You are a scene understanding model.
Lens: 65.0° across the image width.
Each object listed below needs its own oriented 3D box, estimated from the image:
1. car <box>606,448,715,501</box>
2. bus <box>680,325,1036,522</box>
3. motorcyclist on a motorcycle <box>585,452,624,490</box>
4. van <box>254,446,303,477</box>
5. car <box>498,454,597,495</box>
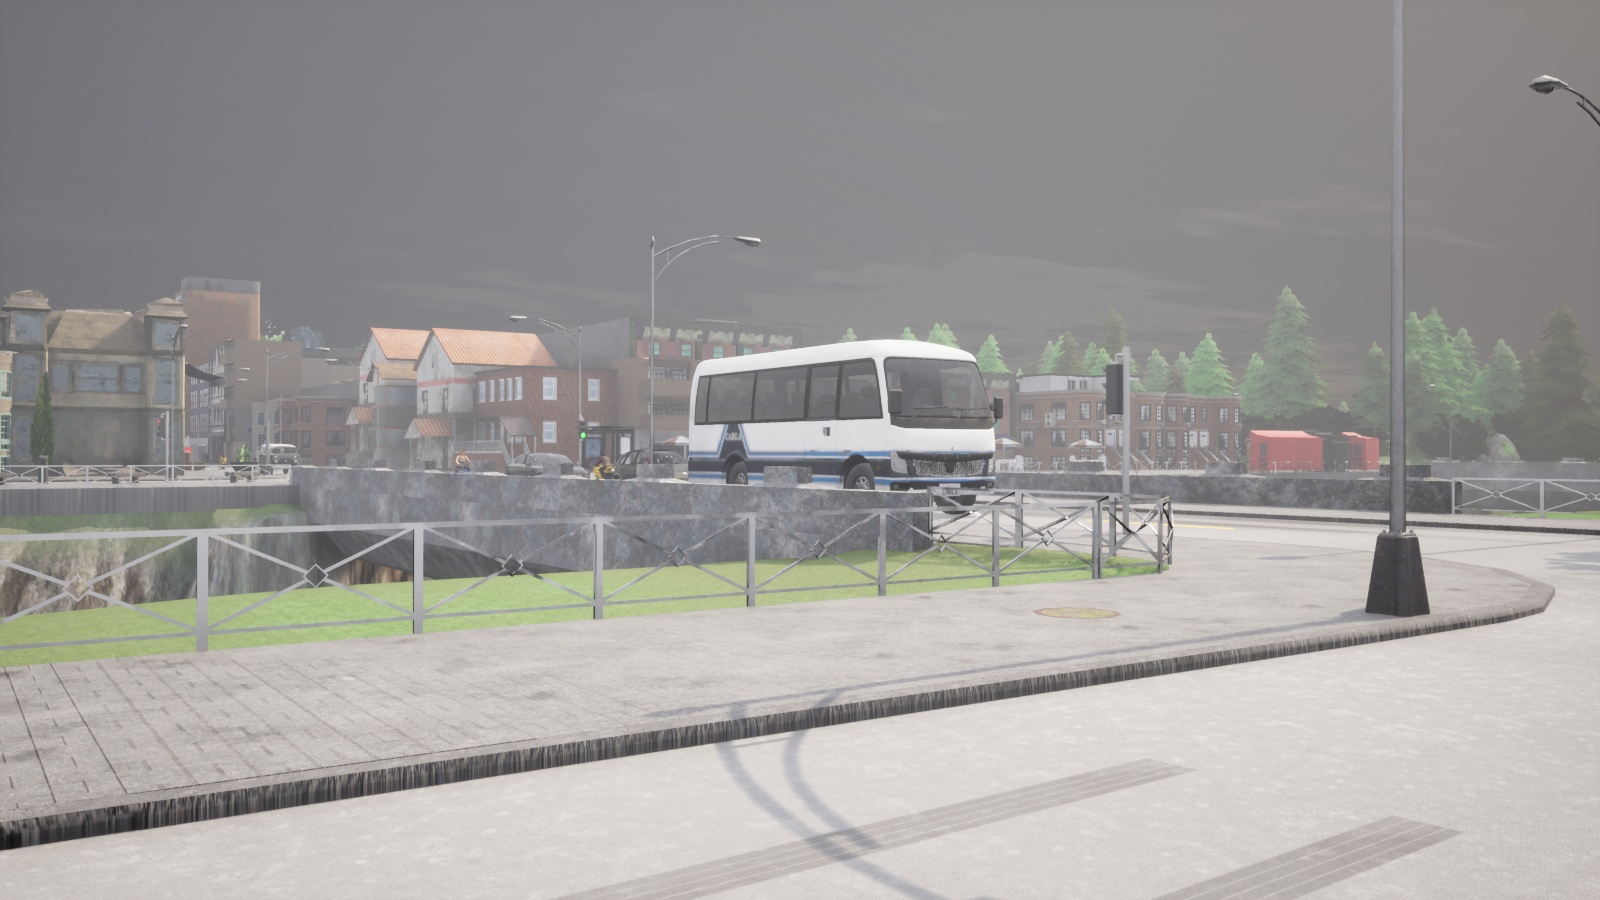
[{"bbox_3d":[-4.535,0.751,40.350,1.851,1.617,3.988,0,0,-33],"label":"car"},{"bbox_3d":[1.029,-0.554,32.420,3.944,4.253,10.273,0,0,-33],"label":"bus"},{"bbox_3d":[-8.193,0.871,52.474,0.797,1.523,2.044,0,-1,-35],"label":"motorcyclist on a motorcycle"},{"bbox_3d":[-34.689,0.746,83.502,2.069,2.038,4.480,0,0,-35],"label":"van"},{"bbox_3d":[-9.613,0.886,47.507,1.837,1.490,4.892,0,0,-36],"label":"car"}]
